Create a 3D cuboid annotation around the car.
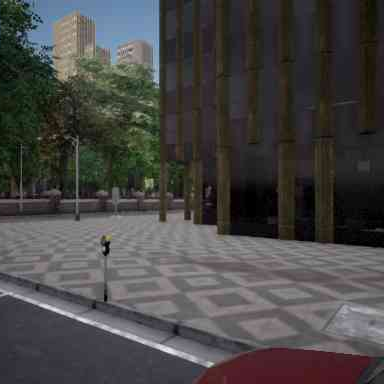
[{"bbox_3d":[1.794,1.582,1.685,4.206,1.307,1.802,0,0,36],"label":"car"}]
